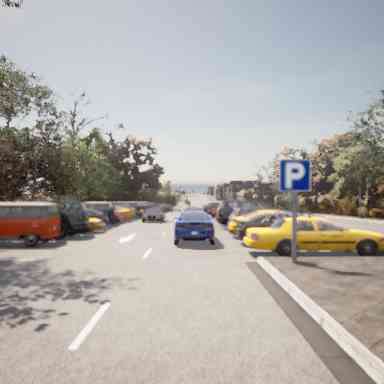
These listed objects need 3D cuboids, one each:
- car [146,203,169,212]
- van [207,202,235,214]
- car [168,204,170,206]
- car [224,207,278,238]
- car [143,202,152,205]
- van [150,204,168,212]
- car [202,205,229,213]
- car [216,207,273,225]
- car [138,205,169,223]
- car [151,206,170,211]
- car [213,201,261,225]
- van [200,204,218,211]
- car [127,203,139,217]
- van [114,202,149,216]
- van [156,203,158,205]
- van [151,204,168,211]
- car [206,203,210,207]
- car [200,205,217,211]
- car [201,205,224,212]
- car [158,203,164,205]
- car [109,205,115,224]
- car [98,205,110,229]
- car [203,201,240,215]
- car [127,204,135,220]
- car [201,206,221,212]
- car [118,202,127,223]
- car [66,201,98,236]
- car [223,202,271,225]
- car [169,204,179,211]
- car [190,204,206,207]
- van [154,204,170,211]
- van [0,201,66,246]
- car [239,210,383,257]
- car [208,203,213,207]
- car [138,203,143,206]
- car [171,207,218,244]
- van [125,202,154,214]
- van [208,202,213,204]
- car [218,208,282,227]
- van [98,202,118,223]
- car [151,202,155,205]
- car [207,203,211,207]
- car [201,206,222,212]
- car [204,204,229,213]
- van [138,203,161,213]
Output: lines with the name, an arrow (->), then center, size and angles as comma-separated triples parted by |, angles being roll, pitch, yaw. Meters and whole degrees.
car -> -8.460, 3.843, 82.260 | 5.566, 2.045, 2.435 | 0, -3, 0
van -> 4.691, 2.613, 54.432 | 4.442, 1.987, 1.878 | 0, -3, 0
car -> -8.462, 3.719, 79.493 | 5.566, 2.045, 2.435 | 0, -3, 0
car -> 4.545, 1.751, 18.372 | 5.008, 1.535, 2.097 | 0, -2, 0
car -> -8.328, 2.468, 43.522 | 5.366, 1.575, 1.946 | 0, -2, 0
van -> -8.370, 3.993, 85.026 | 4.442, 1.987, 1.878 | 0, -3, 0
car -> 4.768, 3.459, 68.289 | 5.366, 1.575, 1.946 | 0, -3, 0
car -> 4.556, 2.101, 29.467 | 4.674, 1.452, 2.002 | 0, -2, 0
car -> -3.577, 2.209, 31.601 | 1.994, 1.385, 4.181 | 0, -2, 0
car -> -8.488, 4.467, 90.550 | 5.008, 1.535, 2.097 | 0, -3, 0
car -> 4.583, 1.649, 23.926 | 5.566, 2.045, 2.435 | 0, -2, 0
van -> 4.478, 4.108, 87.713 | 4.442, 1.987, 1.878 | 0, -3, 0
car -> -8.513, 2.232, 35.213 | 5.008, 1.535, 2.097 | 0, -2, 0
van -> -8.394, 2.325, 46.295 | 4.442, 1.987, 1.878 | 0, -2, 0
van -> -8.621, 2.745, 57.227 | 4.442, 1.987, 1.878 | 0, -3, 0
van -> -8.601, 4.117, 87.794 | 4.442, 1.987, 1.878 | 0, -3, 0
car -> 4.564, 2.500, 43.343 | 4.674, 1.452, 2.002 | 0, -2, 0
car -> 4.567, 4.460, 93.253 | 4.553, 1.767, 2.185 | 0, -3, 0
car -> 4.580, 3.712, 73.836 | 4.892, 1.521, 2.231 | 0, -3, 0
car -> -8.474, 2.843, 59.996 | 5.566, 2.045, 2.435 | 0, -3, 0
car -> -8.518, 1.914, 24.136 | 4.892, 1.521, 2.231 | 0, -2, 0
car -> -8.341, 1.832, 21.370 | 5.366, 1.575, 1.946 | 0, -2, 0
car -> 4.544, 2.463, 51.660 | 5.566, 2.045, 2.435 | 0, -3, 0
car -> -8.514, 2.148, 32.319 | 5.008, 1.535, 2.097 | 0, -2, 0
car -> 4.621, 4.114, 82.155 | 4.792, 1.488, 2.163 | 0, -3, 0
car -> -8.490, 1.947, 29.678 | 4.553, 1.767, 2.185 | 0, -2, 0
car -> -8.556, 1.510, 18.609 | 5.566, 2.045, 2.435 | 0, -1, 0
car -> 4.522, 1.698, 21.151 | 4.553, 1.767, 2.185 | 0, -2, 0
car -> -3.454, 3.707, 73.208 | 1.812, 1.442, 4.674 | 0, -3, 0
car -> 0.119, 2.163, 33.051 | 1.882, 1.535, 5.008 | 0, -2, 0
van -> -8.373, 4.369, 93.344 | 4.442, 1.987, 1.878 | 0, -3, 0
van -> -8.648, 1.469, 15.717 | 4.442, 1.987, 1.878 | 0, -1, 0
car -> 4.734, 1.627, 12.832 | 5.366, 1.575, 1.946 | 0, -1, 0
car -> 4.556, 2.220, 35.019 | 5.008, 1.535, 2.097 | 0, -2, 0
car -> -8.510, 2.313, 37.983 | 4.892, 1.521, 2.231 | 0, -2, 0
car -> 0.108, 1.719, 17.054 | 1.882, 1.535, 5.008 | 0, -1, 0
van -> -8.622, 2.626, 54.584 | 4.442, 1.987, 1.878 | 0, -3, 0
van -> 4.685, 2.314, 46.125 | 4.442, 1.987, 1.878 | 0, -2, 0
car -> 4.527, 2.010, 26.693 | 4.792, 1.488, 2.163 | 0, -2, 0
van -> -8.640, 1.767, 26.912 | 4.442, 1.987, 1.878 | 0, -2, 0
car -> -8.514, 2.630, 49.058 | 5.008, 1.535, 2.097 | 0, -2, 0
car -> 4.595, 2.410, 40.567 | 4.792, 1.488, 2.163 | 0, -2, 0
car -> 4.619, 3.990, 79.381 | 4.792, 1.488, 2.163 | 0, -3, 0
car -> 4.611, 3.087, 62.748 | 4.553, 1.767, 2.185 | 0, -3, 0
van -> -8.614, 3.242, 68.296 | 4.442, 1.987, 1.878 | 0, -3, 0
